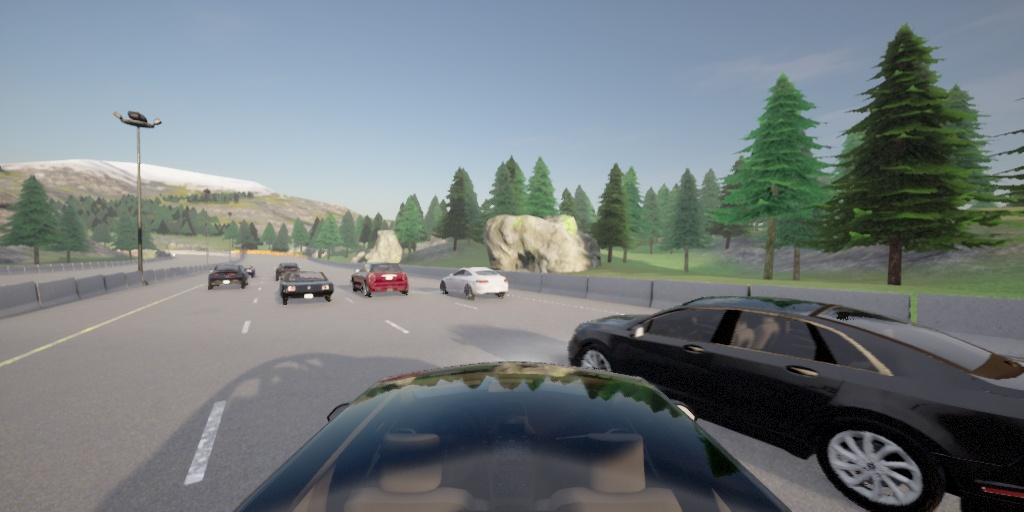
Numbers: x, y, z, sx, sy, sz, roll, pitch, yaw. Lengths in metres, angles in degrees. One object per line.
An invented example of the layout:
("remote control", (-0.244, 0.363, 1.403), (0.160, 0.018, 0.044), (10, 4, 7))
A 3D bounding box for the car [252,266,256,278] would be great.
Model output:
("car", (-26.613, 1.519, 35.575), (1.895, 1.301, 4.718), (0, 0, -34))

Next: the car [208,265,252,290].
("car", (-18.509, 1.318, 23.534), (1.837, 1.490, 4.892), (0, 0, -34))

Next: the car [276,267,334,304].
("car", (-9.535, 1.354, 16.469), (1.895, 1.301, 4.718), (0, 0, -34))

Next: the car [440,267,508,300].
("car", (-1.934, 1.272, 17.713), (1.812, 1.442, 4.674), (0, 0, -34))

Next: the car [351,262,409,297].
("car", (-7.169, 1.110, 19.222), (2.097, 1.767, 4.553), (0, 0, -34))

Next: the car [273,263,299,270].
("car", (-20.058, 1.372, 32.104), (1.837, 1.490, 4.892), (0, -2, -34))

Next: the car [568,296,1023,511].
("car", (2.776, 1.254, 4.446), (1.837, 1.490, 4.892), (0, 0, -34))
